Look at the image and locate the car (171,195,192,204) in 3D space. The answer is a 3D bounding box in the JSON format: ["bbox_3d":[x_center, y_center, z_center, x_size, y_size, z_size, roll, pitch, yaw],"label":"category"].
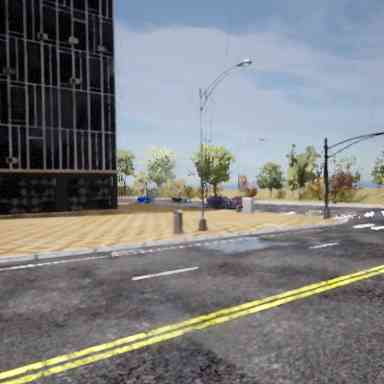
[{"bbox_3d":[-1.853,1.308,57.581,2.128,1.511,4.902,-2,1,-33],"label":"car"}]

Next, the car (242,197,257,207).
[{"bbox_3d":[6.642,1.335,44.447,1.812,1.442,4.674,-2,1,-33],"label":"car"}]

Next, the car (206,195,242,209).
[{"bbox_3d":[3.821,1.236,42.816,2.097,1.767,4.553,-2,1,-33],"label":"car"}]

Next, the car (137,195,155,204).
[{"bbox_3d":[-8.577,1.372,62.067,1.882,1.535,5.008,-2,1,-33],"label":"car"}]
